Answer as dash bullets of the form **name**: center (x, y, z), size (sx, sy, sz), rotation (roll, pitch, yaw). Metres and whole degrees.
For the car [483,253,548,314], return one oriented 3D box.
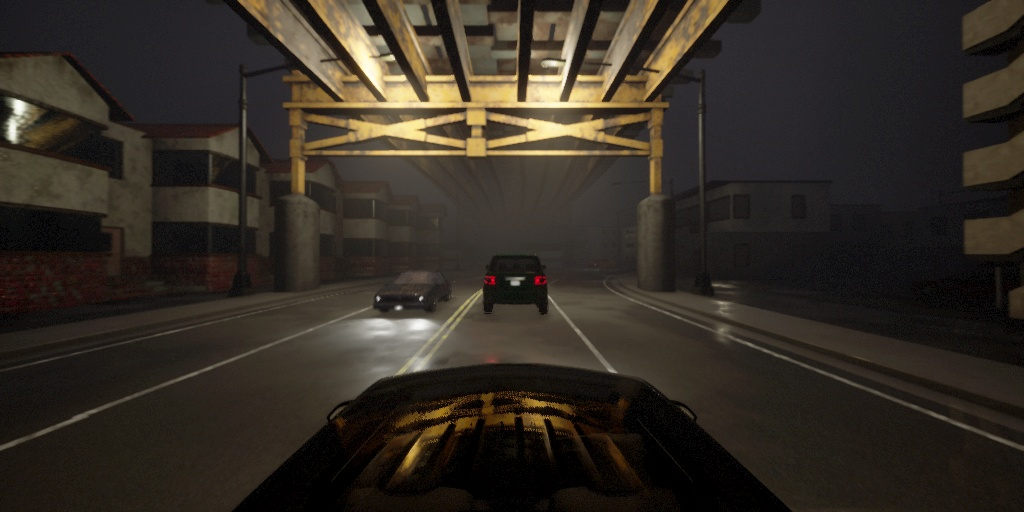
- **car**: center (0.148, 0.914, 13.686), size (2.150, 2.045, 5.566), rotation (0, 0, 1)

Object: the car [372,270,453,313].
- **car**: center (-3.541, 1.238, 13.922), size (2.033, 1.411, 5.357), rotation (0, 0, 1)

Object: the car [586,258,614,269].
- **car**: center (12.710, 1.097, 51.538), size (5.008, 1.535, 1.882), rotation (1, -1, -41)
